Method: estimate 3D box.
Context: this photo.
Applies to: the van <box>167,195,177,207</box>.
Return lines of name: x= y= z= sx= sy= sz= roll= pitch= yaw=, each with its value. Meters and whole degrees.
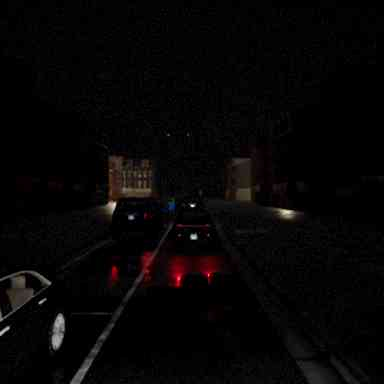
van: x=-2.687 y=1.428 z=35.935 sx=1.690 sy=1.788 sz=3.998 roll=0 pitch=0 yaw=0

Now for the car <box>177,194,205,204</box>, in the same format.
car: x=0.057 y=1.295 z=30.954 sx=2.150 sy=2.045 sz=5.566 roll=0 pitch=0 yaw=0

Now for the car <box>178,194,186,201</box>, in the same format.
car: x=-2.762 y=1.604 z=94.948 sx=2.192 sy=1.841 sz=5.009 roll=0 pitch=0 yaw=0

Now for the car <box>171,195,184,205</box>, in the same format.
car: x=-2.722 y=1.485 z=63.104 sx=2.192 sy=1.841 sz=5.009 roll=0 pitch=0 yaw=0

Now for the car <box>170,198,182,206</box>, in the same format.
car: x=-2.713 y=1.696 z=57.670 sx=1.887 sy=1.381 sz=4.507 roll=0 pitch=0 yaw=0

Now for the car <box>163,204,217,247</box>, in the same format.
car: x=0.073 y=1.525 z=15.140 sx=2.128 sy=1.511 sz=4.902 roll=0 pitch=0 yaw=0

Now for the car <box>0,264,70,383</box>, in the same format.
car: x=-2.644 y=1.558 z=3.331 sx=2.008 sy=1.369 sz=4.403 roll=0 pitch=0 yaw=0

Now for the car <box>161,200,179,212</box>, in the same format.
car: x=-2.692 y=1.668 z=41.368 sx=1.947 sy=1.339 sz=4.313 roll=0 pitch=0 yaw=0

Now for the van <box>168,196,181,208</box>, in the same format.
van: x=-2.707 y=1.476 z=52.237 sx=1.690 sy=1.788 sz=3.998 roll=0 pitch=0 yaw=0

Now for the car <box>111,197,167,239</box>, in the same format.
car: x=-2.771 y=1.265 z=17.819 sx=2.150 sy=2.045 sz=5.566 roll=0 pitch=0 yaw=0
